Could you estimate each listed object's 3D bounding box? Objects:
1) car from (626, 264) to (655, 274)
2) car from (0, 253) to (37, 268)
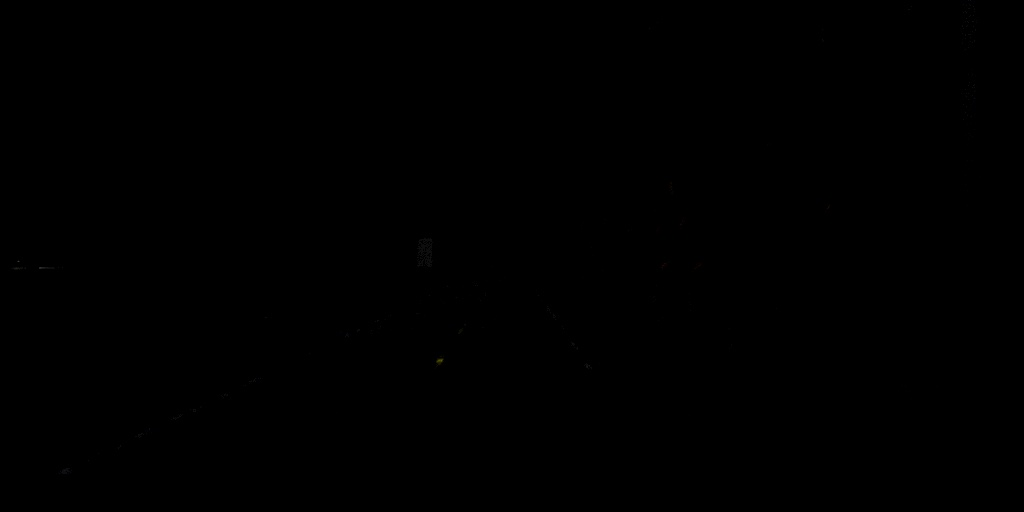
[{"bbox_3d":[14.054,1.505,35.494,5.357,1.411,2.033,1,0,1],"label":"car"},{"bbox_3d":[-52.053,0.419,36.811,4.892,1.490,1.837,1,0,1],"label":"car"}]
